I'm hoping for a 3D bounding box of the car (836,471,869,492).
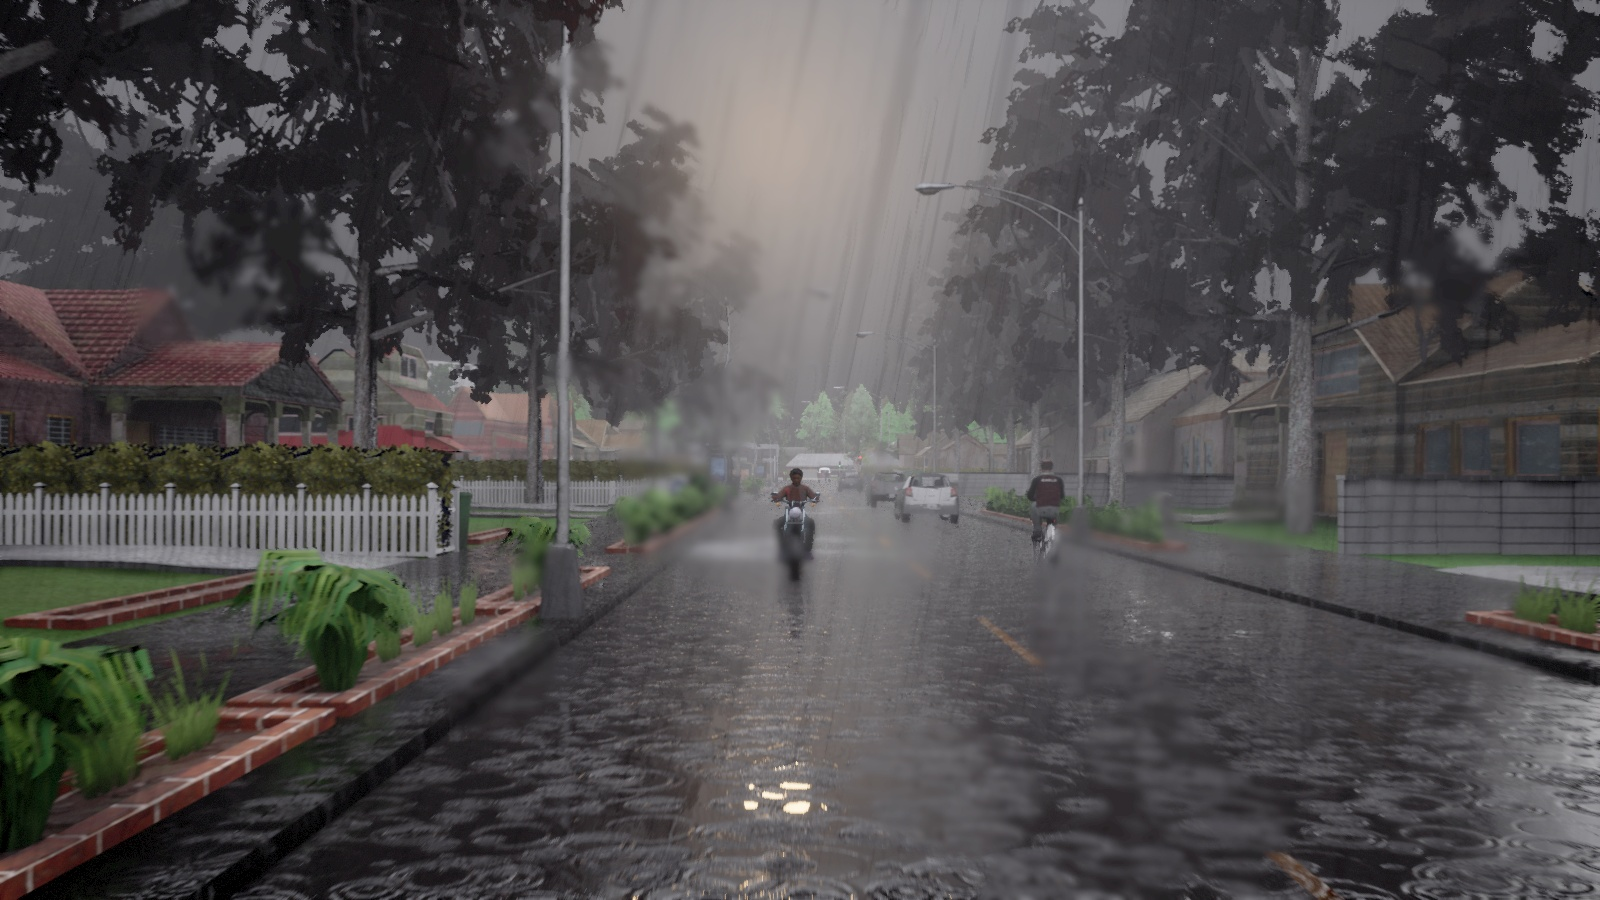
[{"bbox_3d":[3.775,2.284,91.298,2.128,1.511,4.902,0,-1,0],"label":"car"}]

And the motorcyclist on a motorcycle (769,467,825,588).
[{"bbox_3d":[-0.046,1.072,18.342,0.766,1.649,2.350,0,-1,0],"label":"motorcyclist on a motorcycle"}]

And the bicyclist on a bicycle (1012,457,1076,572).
[{"bbox_3d":[3.948,1.011,20.419,0.659,1.776,1.843,0,-1,0],"label":"bicyclist on a bicycle"}]

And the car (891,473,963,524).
[{"bbox_3d":[3.903,1.467,39.049,1.845,1.501,3.633,0,-1,0],"label":"car"}]

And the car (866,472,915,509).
[{"bbox_3d":[3.866,1.719,54.105,1.845,1.501,3.633,0,-1,0],"label":"car"}]
